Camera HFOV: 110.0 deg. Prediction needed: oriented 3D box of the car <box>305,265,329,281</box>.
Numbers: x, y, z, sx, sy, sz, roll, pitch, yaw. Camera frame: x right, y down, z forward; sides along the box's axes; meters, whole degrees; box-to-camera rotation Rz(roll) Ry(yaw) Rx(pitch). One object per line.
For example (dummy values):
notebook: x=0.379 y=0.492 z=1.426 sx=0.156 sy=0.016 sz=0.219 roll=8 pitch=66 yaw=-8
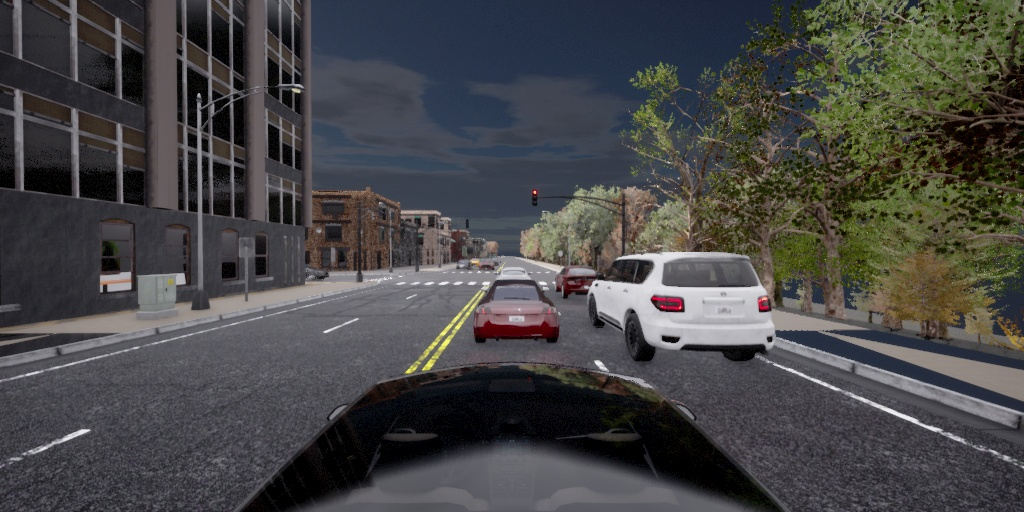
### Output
car: x=-19.406 y=1.540 z=32.852 sx=4.892 sy=1.490 sz=1.837 roll=-1 pitch=1 yaw=-2

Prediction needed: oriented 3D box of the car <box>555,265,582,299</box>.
car: x=3.316 y=1.224 z=18.193 sx=1.882 sy=1.535 sz=5.008 roll=0 pitch=0 yaw=1

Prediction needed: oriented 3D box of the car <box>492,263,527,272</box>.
car: x=0.060 y=1.272 z=18.418 sx=1.812 sy=1.442 sz=4.674 roll=0 pitch=0 yaw=-2

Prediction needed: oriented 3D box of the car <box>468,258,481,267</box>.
car: x=-6.765 y=1.217 z=64.716 sx=1.882 sy=1.535 sz=5.008 roll=0 pitch=0 yaw=0

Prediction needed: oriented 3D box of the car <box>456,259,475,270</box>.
car: x=-6.717 y=1.231 z=50.719 sx=2.128 sy=1.511 sz=4.902 roll=0 pitch=0 yaw=1

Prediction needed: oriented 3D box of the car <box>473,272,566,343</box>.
car: x=0.084 y=1.312 z=9.674 sx=1.994 sy=1.385 sz=4.181 roll=0 pitch=0 yaw=0

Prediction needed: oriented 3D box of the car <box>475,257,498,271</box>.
car: x=-3.472 y=1.094 z=49.669 sx=2.097 sy=1.767 sz=4.553 roll=0 pitch=0 yaw=0

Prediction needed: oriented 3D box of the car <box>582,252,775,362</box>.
car: x=3.341 y=0.966 z=8.363 sx=2.150 sy=2.045 sz=5.566 roll=0 pitch=-1 yaw=0
